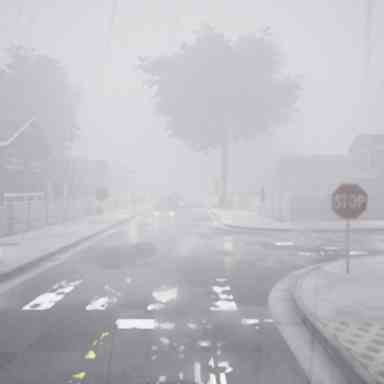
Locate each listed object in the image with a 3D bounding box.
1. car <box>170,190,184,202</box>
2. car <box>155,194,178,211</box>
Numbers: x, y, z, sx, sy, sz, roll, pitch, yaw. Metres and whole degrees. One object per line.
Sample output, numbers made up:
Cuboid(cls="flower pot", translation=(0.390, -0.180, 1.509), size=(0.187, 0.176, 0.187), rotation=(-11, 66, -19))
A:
Cuboid(cls="car", translation=(-2.626, 0.666, 59.114), size=(2.150, 2.045, 5.566), rotation=(0, 0, 1))
Cuboid(cls="car", translation=(-2.762, 1.197, 34.840), size=(1.812, 1.442, 4.674), rotation=(0, 1, 0))
